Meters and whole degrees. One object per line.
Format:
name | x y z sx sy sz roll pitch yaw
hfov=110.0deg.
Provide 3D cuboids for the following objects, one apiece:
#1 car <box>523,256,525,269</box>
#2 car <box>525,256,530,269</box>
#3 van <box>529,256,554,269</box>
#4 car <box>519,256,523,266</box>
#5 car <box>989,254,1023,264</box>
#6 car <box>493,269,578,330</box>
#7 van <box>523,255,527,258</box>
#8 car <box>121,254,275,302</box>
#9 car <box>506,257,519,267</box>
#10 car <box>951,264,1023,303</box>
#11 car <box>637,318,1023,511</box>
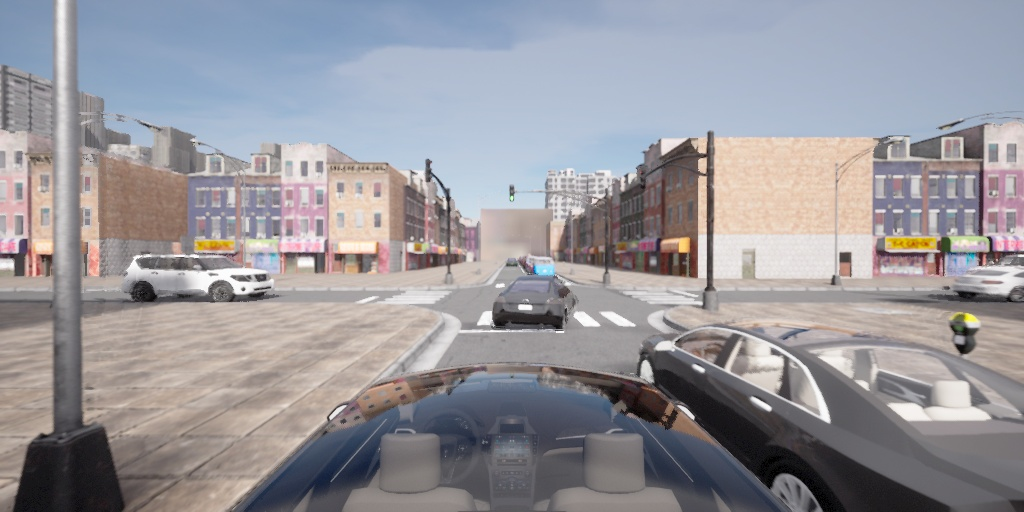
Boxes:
car | 2.624 1.042 41.487 1.967 1.591 4.097 0 0 0
car | 2.626 1.061 36.012 1.967 1.591 4.097 0 0 0
van | 2.628 0.981 30.537 1.690 1.789 3.998 0 0 0
car | 2.620 0.882 52.434 2.192 1.841 5.009 0 0 0
car | 27.049 0.905 18.527 5.566 2.045 2.150 0 0 0
car | 0.831 1.280 11.115 1.994 1.385 4.181 0 0 14
van | 2.622 0.925 46.963 1.690 1.789 3.998 0 0 0
car | -13.662 0.936 15.762 5.566 2.045 2.150 0 0 0
car | -0.020 1.107 60.571 1.994 1.385 4.181 0 0 0
car | 22.067 1.229 15.583 4.674 1.442 1.812 0 0 0
car | 2.637 1.293 3.534 2.007 1.370 4.403 0 0 0
